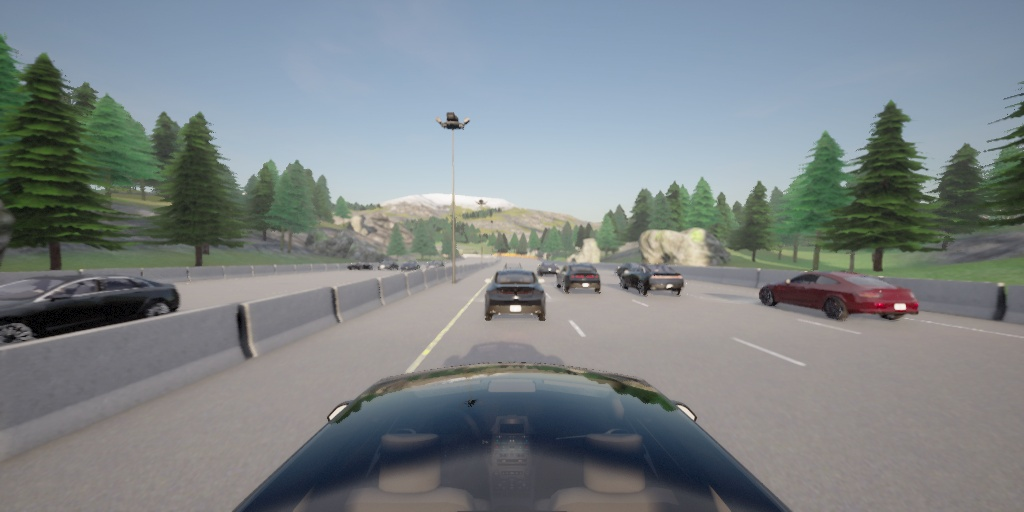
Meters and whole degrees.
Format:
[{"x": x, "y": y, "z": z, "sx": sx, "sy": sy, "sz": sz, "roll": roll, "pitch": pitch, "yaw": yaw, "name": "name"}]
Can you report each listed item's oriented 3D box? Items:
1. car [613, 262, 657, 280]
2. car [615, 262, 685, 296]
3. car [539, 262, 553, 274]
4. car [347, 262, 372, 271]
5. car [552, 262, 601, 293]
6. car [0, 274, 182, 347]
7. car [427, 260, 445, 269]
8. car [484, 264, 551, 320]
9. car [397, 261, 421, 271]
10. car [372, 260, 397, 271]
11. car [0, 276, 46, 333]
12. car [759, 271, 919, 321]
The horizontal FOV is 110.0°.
[{"x": 10.598, "y": 1.238, "z": 31.352, "sx": 2.033, "sy": 1.411, "sz": 5.357, "roll": 0, "pitch": 0, "yaw": 0, "name": "car"}, {"x": 7.098, "y": 1.165, "z": 18.615, "sx": 2.128, "sy": 1.511, "sz": 4.902, "roll": 0, "pitch": 0, "yaw": 0, "name": "car"}, {"x": 3.598, "y": 1.277, "z": 36.057, "sx": 1.994, "sy": 1.385, "sz": 4.181, "roll": 0, "pitch": 0, "yaw": 0, "name": "car"}, {"x": -21.065, "y": 1.429, "z": 49.752, "sx": 1.895, "sy": 1.301, "sz": 4.718, "roll": 0, "pitch": -1, "yaw": 0, "name": "car"}, {"x": 3.598, "y": 1.177, "z": 19.923, "sx": 1.837, "sy": 1.490, "sz": 4.892, "roll": 0, "pitch": 0, "yaw": 0, "name": "car"}, {"x": -10.600, "y": 1.197, "z": 8.414, "sx": 2.128, "sy": 1.511, "sz": 4.902, "roll": 0, "pitch": 0, "yaw": 0, "name": "car"}, {"x": -10.576, "y": 1.326, "z": 50.258, "sx": 2.128, "sy": 1.511, "sz": 4.902, "roll": 0, "pitch": -1, "yaw": 0, "name": "car"}, {"x": 0.097, "y": 1.193, "z": 12.343, "sx": 1.837, "sy": 1.490, "sz": 4.892, "roll": 0, "pitch": 0, "yaw": 0, "name": "car"}, {"x": -14.071, "y": 1.395, "z": 49.944, "sx": 1.994, "sy": 1.385, "sz": 4.181, "roll": 0, "pitch": -1, "yaw": 0, "name": "car"}, {"x": -17.562, "y": 1.336, "z": 51.080, "sx": 2.128, "sy": 1.511, "sz": 4.902, "roll": 0, "pitch": -1, "yaw": 0, "name": "car"}, {"x": -14.100, "y": 1.272, "z": 7.980, "sx": 1.994, "sy": 1.385, "sz": 4.181, "roll": 0, "pitch": 0, "yaw": 0, "name": "car"}, {"x": 10.599, "y": 1.216, "z": 12.091, "sx": 1.812, "sy": 1.442, "sz": 4.674, "roll": 0, "pitch": 0, "yaw": 0, "name": "car"}]
